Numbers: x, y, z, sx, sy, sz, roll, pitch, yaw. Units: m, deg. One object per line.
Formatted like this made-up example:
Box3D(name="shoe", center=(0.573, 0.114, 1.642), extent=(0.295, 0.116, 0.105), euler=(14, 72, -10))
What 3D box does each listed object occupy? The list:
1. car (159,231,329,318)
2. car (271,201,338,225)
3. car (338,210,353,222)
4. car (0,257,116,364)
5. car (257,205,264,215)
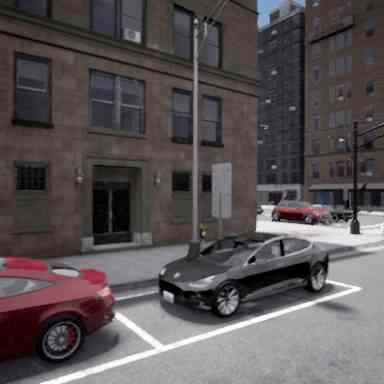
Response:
Box3D(name="car", center=(1.339, 1.606, 7.488), extent=(4.313, 1.339, 1.947), euler=(1, 0, -35))
Box3D(name="car", center=(8.406, 1.505, 25.711), extent=(2.097, 1.767, 4.553), euler=(0, 0, -36))
Box3D(name="car", center=(10.952, 1.769, 27.732), extent=(1.895, 1.301, 4.718), euler=(0, 0, -36))
Box3D(name="car", center=(-3.100, 1.581, 4.323), extent=(4.206, 1.307, 1.802), euler=(1, 0, -35))
Box3D(name="car", center=(5.459, 1.644, 35.252), extent=(1.837, 1.490, 4.892), euler=(0, 0, -36))
